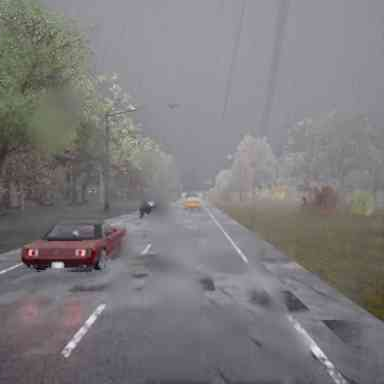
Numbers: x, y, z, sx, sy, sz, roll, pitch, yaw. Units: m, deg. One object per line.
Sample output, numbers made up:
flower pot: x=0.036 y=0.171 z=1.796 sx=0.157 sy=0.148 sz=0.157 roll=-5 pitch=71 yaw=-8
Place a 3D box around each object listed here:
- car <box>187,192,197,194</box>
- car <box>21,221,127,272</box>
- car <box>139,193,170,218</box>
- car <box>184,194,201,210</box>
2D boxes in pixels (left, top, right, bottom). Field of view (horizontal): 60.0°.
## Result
car: x=0.013 y=1.047 z=51.909 sx=2.150 sy=2.045 sz=5.566 roll=0 pitch=0 yaw=0
car: x=-3.398 y=1.564 z=10.662 sx=1.895 sy=1.301 sz=4.718 roll=0 pitch=0 yaw=0
car: x=-3.218 y=1.121 z=29.479 sx=2.150 sy=2.045 sz=5.566 roll=0 pitch=0 yaw=1
car: x=0.108 y=1.340 z=40.449 sx=1.882 sy=1.535 sz=5.008 roll=0 pitch=0 yaw=0
